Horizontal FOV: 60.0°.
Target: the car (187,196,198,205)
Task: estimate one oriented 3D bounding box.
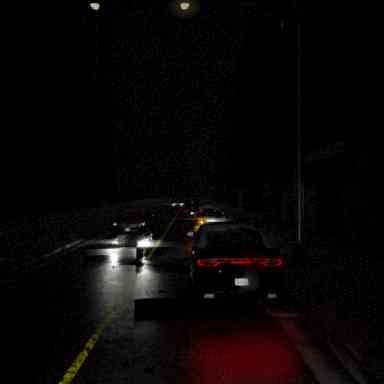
[{"bbox_3d":[0.018,1.574,60.343,1.882,1.535,5.008,0,0,0],"label":"car"}]

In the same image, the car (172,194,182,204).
[{"bbox_3d":[-2.980,1.346,69.272,2.150,2.045,5.566,0,0,0],"label":"car"}]

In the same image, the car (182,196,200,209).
[{"bbox_3d":[0.030,1.414,46.599,2.097,1.767,4.553,0,0,0],"label":"car"}]

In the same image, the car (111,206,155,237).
[{"bbox_3d":[-3.095,1.538,18.279,1.812,1.442,4.674,0,0,0],"label":"car"}]

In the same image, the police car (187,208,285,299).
[{"bbox_3d":[0.903,1.430,8.619,1.930,1.638,5.238,0,0,0],"label":"police car"}]

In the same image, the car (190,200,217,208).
[{"bbox_3d":[0.905,1.469,18.701,1.801,1.575,5.366,0,0,0],"label":"car"}]
